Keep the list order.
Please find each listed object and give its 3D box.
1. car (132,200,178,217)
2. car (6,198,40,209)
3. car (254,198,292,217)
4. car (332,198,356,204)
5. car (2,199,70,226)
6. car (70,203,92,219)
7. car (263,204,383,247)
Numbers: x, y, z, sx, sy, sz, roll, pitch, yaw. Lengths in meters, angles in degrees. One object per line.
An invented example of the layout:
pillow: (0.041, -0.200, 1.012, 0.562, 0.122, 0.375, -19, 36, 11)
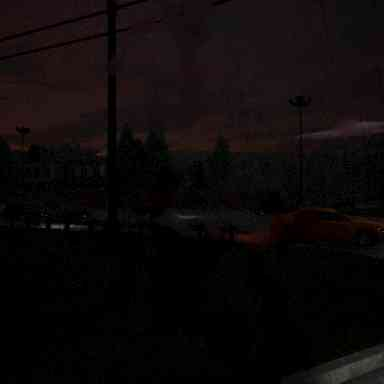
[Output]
car: (-3.538, 1.525, 31.503, 4.674, 1.442, 1.812, 0, 0, 27)
car: (-23.004, 1.564, 45.192, 4.181, 1.385, 1.994, 0, 0, 26)
car: (7.937, 1.350, 29.673, 4.553, 1.767, 2.097, 0, 0, 27)
car: (21.655, 1.561, 47.277, 4.181, 1.385, 1.994, 0, 0, -41)
car: (-11.384, 1.504, 23.688, 4.892, 1.490, 1.837, 0, 0, 27)
car: (-10.807, 1.547, 27.312, 5.357, 1.411, 2.033, 0, 0, 27)
car: (6.020, 1.477, 14.977, 5.008, 1.535, 1.882, 0, 0, 27)
